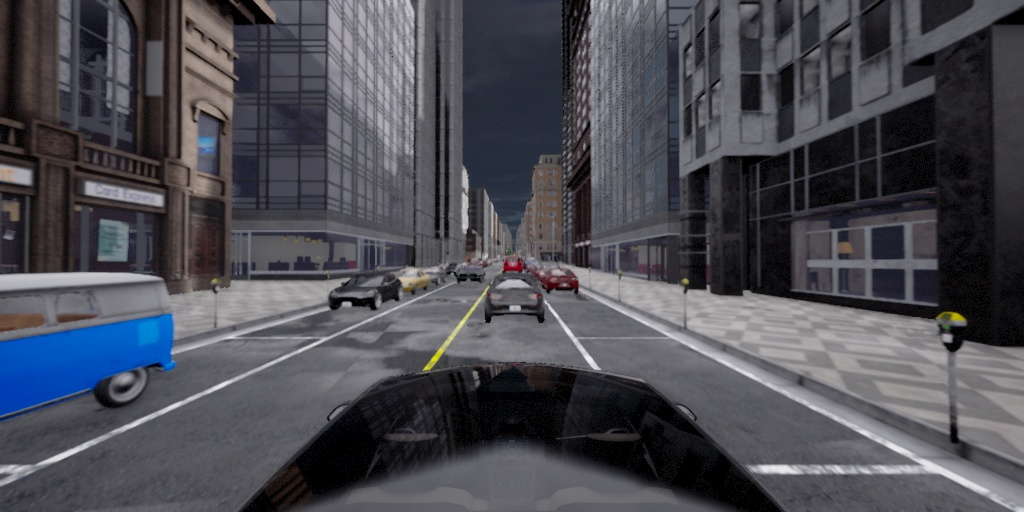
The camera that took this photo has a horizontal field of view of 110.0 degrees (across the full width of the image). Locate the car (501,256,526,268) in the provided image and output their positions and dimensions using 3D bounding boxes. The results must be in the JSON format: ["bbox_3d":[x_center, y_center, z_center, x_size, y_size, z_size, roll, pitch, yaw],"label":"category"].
[{"bbox_3d":[0.109,1.065,41.275,2.150,2.045,5.566,0,0,0],"label":"car"}]

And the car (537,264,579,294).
[{"bbox_3d":[2.673,1.339,20.499,1.888,1.381,4.507,0,0,0],"label":"car"}]

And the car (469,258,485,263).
[{"bbox_3d":[-5.845,1.193,54.255,2.192,1.841,5.009,0,0,0],"label":"car"}]

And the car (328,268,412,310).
[{"bbox_3d":[-5.854,1.346,14.883,1.948,1.339,4.313,0,0,0],"label":"car"}]

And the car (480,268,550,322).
[{"bbox_3d":[0.059,1.300,12.300,1.812,1.442,4.674,0,0,-1],"label":"car"}]

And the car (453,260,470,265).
[{"bbox_3d":[-5.849,1.400,37.381,1.948,1.339,4.313,0,0,0],"label":"car"}]

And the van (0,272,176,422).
[{"bbox_3d":[-5.856,1.095,3.635,1.690,1.789,3.998,0,0,0],"label":"van"}]

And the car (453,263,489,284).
[{"bbox_3d":[-3.072,1.411,27.550,1.895,1.301,4.718,0,0,0],"label":"car"}]

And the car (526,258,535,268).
[{"bbox_3d":[2.678,1.288,42.997,1.967,1.591,4.097,0,0,0],"label":"car"}]

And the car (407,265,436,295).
[{"bbox_3d":[-5.853,1.319,20.338,1.751,1.417,4.829,0,0,0],"label":"car"}]

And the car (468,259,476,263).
[{"bbox_3d":[-5.848,1.394,43.006,1.888,1.381,4.507,0,0,0],"label":"car"}]

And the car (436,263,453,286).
[{"bbox_3d":[-5.852,1.358,26.133,2.007,1.370,4.403,0,0,0],"label":"car"}]

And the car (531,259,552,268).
[{"bbox_3d":[2.675,1.247,26.124,1.967,1.591,4.097,0,0,0],"label":"car"}]

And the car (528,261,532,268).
[{"bbox_3d":[2.676,1.365,31.749,1.888,1.381,4.507,0,0,0],"label":"car"}]
